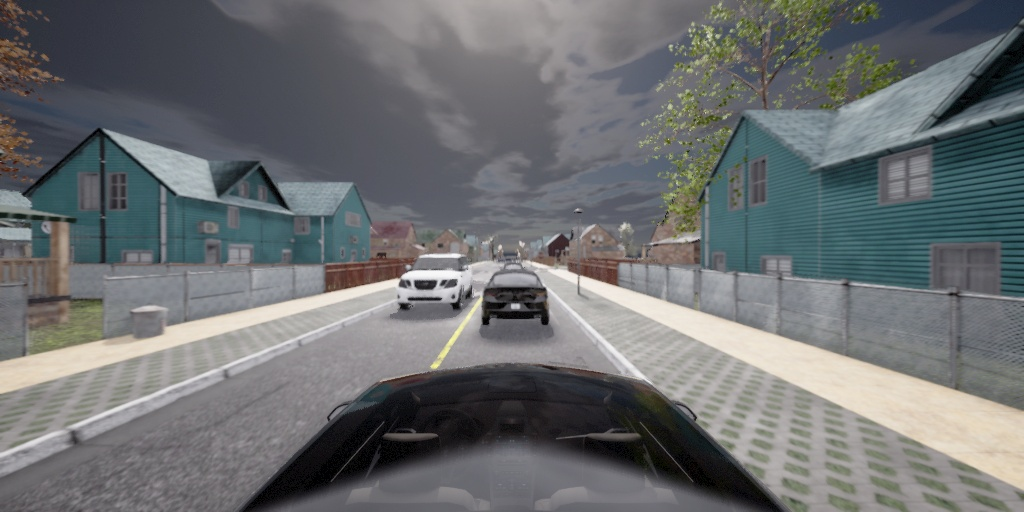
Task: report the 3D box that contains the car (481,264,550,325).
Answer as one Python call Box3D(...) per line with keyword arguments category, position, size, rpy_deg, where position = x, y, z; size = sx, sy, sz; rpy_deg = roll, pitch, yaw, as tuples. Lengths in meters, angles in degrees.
Box3D(category="car", position=(0.095, 1.171, 11.678), size=(1.882, 1.535, 5.008), rpy_deg=(0, -1, 0))

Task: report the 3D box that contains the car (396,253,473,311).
Box3D(category="car", position=(-2.851, 0.903, 14.449), size=(2.150, 2.045, 5.566), rpy_deg=(0, 0, 0))

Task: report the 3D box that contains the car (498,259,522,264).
Box3D(category="car", position=(0.091, 1.162, 25.815), size=(1.812, 1.442, 4.674), rpy_deg=(0, 0, 0))

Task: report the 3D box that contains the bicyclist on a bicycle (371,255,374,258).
Box3D(category="bicyclist on a bicycle", position=(-20.163, 0.739, 51.843), size=(0.582, 1.620, 1.656), rpy_deg=(0, 1, 0))
